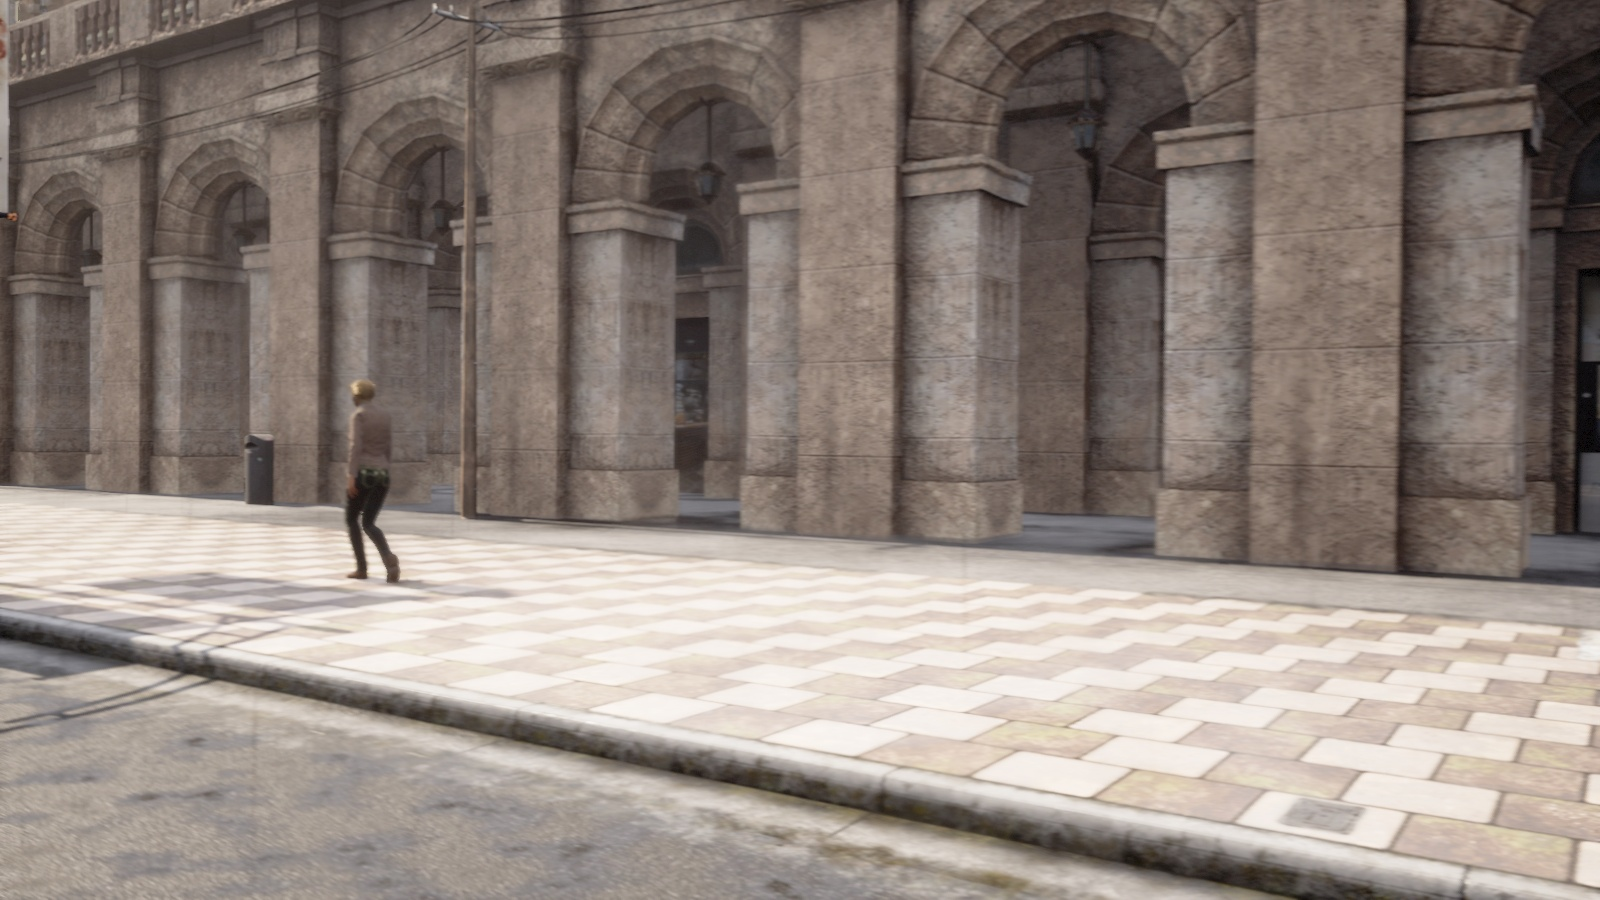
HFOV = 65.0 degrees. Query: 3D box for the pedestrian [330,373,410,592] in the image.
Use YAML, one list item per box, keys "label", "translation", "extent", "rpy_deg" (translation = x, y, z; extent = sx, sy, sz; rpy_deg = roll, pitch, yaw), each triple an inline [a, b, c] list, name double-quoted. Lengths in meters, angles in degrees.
- label: "pedestrian"
  translation: [-3.731, 0.273, 10.891]
  extent: [0.634, 1.846, 0.331]
  rpy_deg: [0, 1, 36]
